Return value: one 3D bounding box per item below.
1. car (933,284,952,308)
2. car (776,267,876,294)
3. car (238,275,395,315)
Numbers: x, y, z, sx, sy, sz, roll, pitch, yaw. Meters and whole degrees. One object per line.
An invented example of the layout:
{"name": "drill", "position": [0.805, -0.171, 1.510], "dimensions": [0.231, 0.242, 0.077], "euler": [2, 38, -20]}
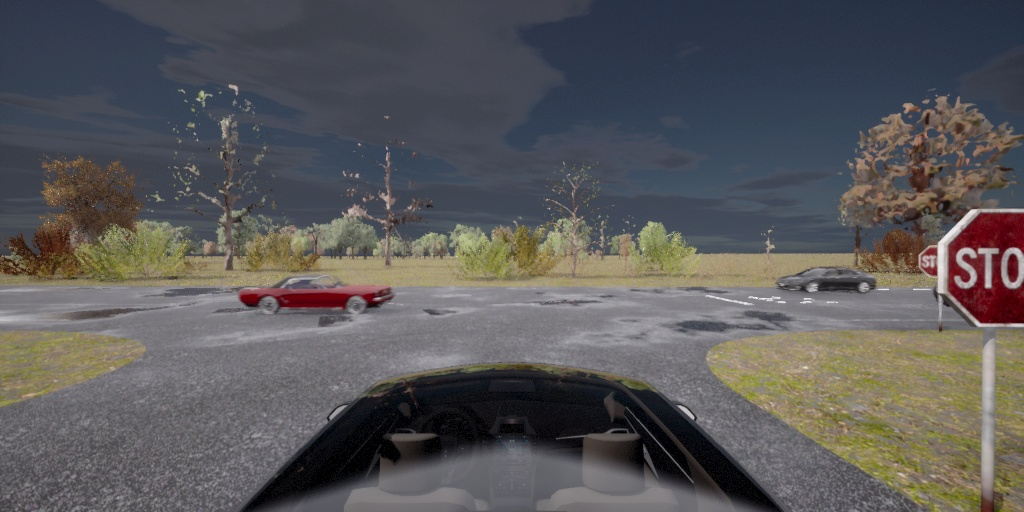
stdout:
{"name": "car", "position": [18.810, 1.334, 13.398], "dimensions": [4.892, 1.490, 1.837], "euler": [0, 0, -1]}
{"name": "car", "position": [17.752, 1.389, 20.386], "dimensions": [4.892, 1.490, 1.837], "euler": [0, 0, -1]}
{"name": "car", "position": [-6.762, 1.340, 12.832], "dimensions": [4.718, 1.301, 1.895], "euler": [0, 0, -1]}
